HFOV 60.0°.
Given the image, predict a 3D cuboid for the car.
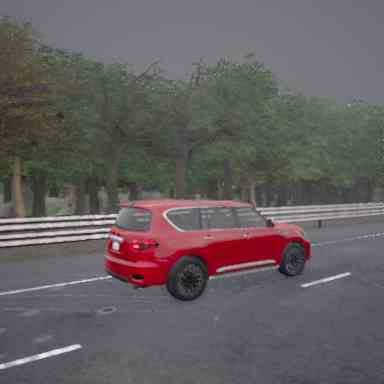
[{"bbox_3d":[0.609,1.210,8.464,5.566,2.045,2.150,0,0,-35],"label":"car"}]
